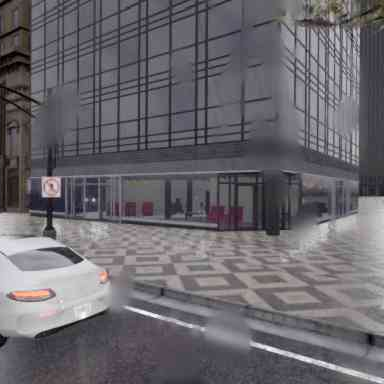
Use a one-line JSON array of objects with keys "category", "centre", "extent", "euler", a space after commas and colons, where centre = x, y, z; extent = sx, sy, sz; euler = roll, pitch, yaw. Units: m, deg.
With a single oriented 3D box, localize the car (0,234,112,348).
[{"category": "car", "centre": [-3.453, 1.524, 6.143], "extent": [4.674, 1.442, 1.812], "euler": [0, 0, 35]}]
